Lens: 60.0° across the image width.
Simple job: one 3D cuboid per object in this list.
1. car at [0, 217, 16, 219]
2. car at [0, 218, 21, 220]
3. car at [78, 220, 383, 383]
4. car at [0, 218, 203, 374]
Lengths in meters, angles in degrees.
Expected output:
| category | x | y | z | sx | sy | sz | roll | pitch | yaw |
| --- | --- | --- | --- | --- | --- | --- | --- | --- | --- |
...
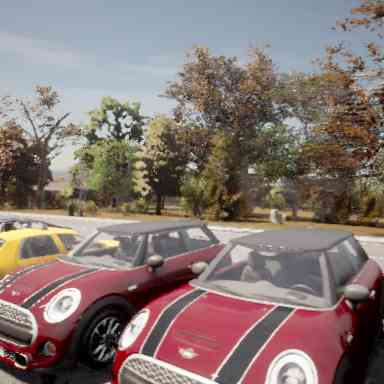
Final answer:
| category | x | y | z | sx | sy | sz | roll | pitch | yaw |
| --- | --- | --- | --- | --- | --- | --- | --- | --- | --- |
| car | -5.636 | 1.495 | 9.181 | 2.231 | 1.521 | 4.892 | 0 | 0 | 36 |
| car | -3.272 | 1.487 | 7.714 | 1.946 | 1.575 | 5.366 | 0 | 0 | 36 |
| car | 1.157 | 1.356 | 4.362 | 2.185 | 1.767 | 4.553 | 0 | 0 | 36 |
| car | -1.103 | 1.360 | 5.975 | 2.185 | 1.767 | 4.553 | 0 | 0 | 36 |
